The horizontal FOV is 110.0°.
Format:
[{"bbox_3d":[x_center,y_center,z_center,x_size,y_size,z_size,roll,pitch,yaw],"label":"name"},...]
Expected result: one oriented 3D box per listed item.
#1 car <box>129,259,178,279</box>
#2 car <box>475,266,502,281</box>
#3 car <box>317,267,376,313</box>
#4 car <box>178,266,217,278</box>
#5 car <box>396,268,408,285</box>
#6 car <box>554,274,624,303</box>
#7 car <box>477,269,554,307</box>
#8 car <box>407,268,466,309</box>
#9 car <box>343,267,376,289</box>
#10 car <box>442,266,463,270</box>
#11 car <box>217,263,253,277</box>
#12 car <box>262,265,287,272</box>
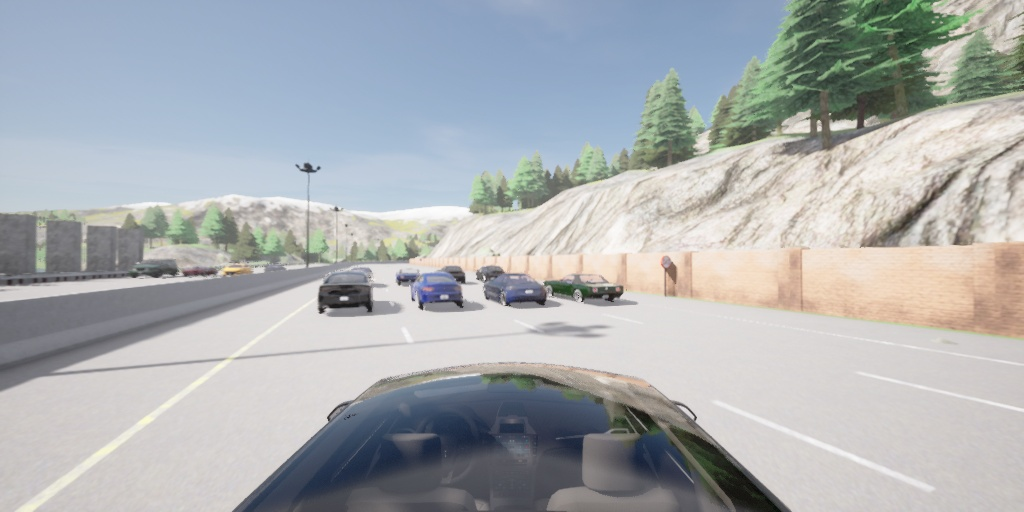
[{"bbox_3d":[-38.222,1.334,38.489,2.150,2.045,5.566,0,-1,-21],"label":"car"},{"bbox_3d":[-1.949,1.579,31.871,1.837,1.490,4.892,0,0,-20],"label":"car"},{"bbox_3d":[-6.774,1.364,14.950,1.882,1.535,5.008,0,0,-21],"label":"car"},{"bbox_3d":[-35.352,1.741,40.760,1.895,1.301,4.718,0,-1,-21],"label":"car"},{"bbox_3d":[-8.419,1.639,29.178,1.895,1.301,4.718,0,-1,-20],"label":"car"},{"bbox_3d":[3.339,1.527,17.870,1.895,1.301,4.718,0,-1,-21],"label":"car"},{"bbox_3d":[-0.003,1.477,16.831,1.994,1.385,4.181,0,-1,-21],"label":"car"},{"bbox_3d":[-3.397,1.425,15.912,1.812,1.442,4.674,0,0,-21],"label":"car"},{"bbox_3d":[-11.447,1.562,27.260,2.033,1.411,5.357,0,-1,-20],"label":"car"},{"bbox_3d":[-5.226,1.563,30.643,1.837,1.490,4.892,0,0,-20],"label":"car"},{"bbox_3d":[-32.087,1.634,41.957,1.882,1.535,5.008,0,-1,-21],"label":"car"},{"bbox_3d":[-29.214,1.746,44.199,1.994,1.385,4.181,0,-1,-21],"label":"car"}]
